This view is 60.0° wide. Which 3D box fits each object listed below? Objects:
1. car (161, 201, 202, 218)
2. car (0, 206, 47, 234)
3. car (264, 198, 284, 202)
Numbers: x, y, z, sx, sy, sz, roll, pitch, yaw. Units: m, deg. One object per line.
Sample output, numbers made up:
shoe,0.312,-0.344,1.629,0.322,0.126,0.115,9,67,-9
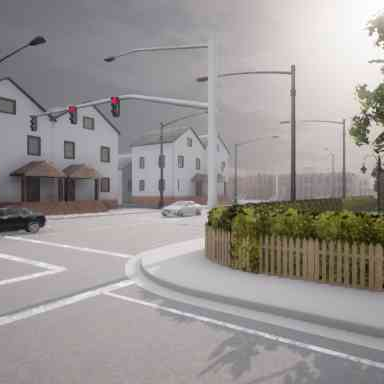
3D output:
car,-0.878,1.526,30.537,1.812,1.442,4.674,0,0,35
car,-10.064,1.512,17.240,1.837,1.490,4.892,0,0,35
car,12.233,1.548,49.418,2.033,1.411,5.357,0,0,35
